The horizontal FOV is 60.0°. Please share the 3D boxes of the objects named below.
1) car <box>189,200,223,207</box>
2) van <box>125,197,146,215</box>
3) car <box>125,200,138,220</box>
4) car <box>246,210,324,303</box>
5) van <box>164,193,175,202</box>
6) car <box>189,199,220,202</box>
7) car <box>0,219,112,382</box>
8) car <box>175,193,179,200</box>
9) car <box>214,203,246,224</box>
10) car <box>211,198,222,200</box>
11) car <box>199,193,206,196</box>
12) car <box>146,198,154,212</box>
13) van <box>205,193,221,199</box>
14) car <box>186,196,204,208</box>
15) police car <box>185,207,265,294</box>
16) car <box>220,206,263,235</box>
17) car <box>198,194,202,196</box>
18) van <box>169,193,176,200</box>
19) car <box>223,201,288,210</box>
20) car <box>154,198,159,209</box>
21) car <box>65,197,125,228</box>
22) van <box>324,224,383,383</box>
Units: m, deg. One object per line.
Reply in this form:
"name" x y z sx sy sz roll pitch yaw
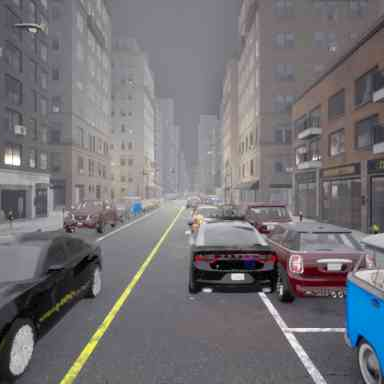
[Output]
"car" 0.891 1.461 19.073 1.801 1.575 5.366 0 0 0
"van" -5.689 1.349 30.942 1.690 1.788 3.998 0 0 0
"car" -5.720 1.557 25.273 2.008 1.369 4.403 0 0 0
"car" 2.711 1.442 8.232 1.967 1.590 4.097 0 0 0
"van" -5.444 1.316 75.142 1.690 1.788 3.998 0 0 0
"car" 0.921 1.511 24.884 1.837 1.490 4.892 0 0 0
"car" -2.971 1.479 5.645 1.882 1.535 5.008 0 0 0
"car" -5.382 1.276 86.315 2.192 1.841 5.009 0 0 0
"car" 2.805 1.572 25.240 1.947 1.339 4.313 0 0 0
"car" 2.837 1.558 30.908 2.008 1.369 4.403 0 0 0
"car" 3.081 1.415 75.113 1.967 1.590 4.097 0 0 0
"car" -5.658 1.532 36.441 1.752 1.417 4.829 0 0 0
"van" 2.900 1.344 42.248 1.690 1.788 3.998 0 0 0
"car" 0.249 1.565 44.155 1.994 1.385 4.181 0 0 1
"police car" 0.845 1.428 8.979 1.930 1.638 5.238 0 0 -1
"car" 2.774 1.571 19.571 1.947 1.339 4.313 0 0 0
"car" 0.291 1.471 53.151 1.882 1.535 5.008 0 0 0
"van" -5.351 1.293 91.900 1.690 1.788 3.998 0 0 0
"car" 2.742 1.319 13.901 2.192 1.841 5.009 0 0 0
"car" -5.627 1.528 42.110 1.752 1.417 4.829 0 0 0
"car" -5.752 1.320 19.606 2.192 1.841 5.009 0 0 0
"van" 2.680 1.342 2.563 1.690 1.788 3.998 0 0 0
